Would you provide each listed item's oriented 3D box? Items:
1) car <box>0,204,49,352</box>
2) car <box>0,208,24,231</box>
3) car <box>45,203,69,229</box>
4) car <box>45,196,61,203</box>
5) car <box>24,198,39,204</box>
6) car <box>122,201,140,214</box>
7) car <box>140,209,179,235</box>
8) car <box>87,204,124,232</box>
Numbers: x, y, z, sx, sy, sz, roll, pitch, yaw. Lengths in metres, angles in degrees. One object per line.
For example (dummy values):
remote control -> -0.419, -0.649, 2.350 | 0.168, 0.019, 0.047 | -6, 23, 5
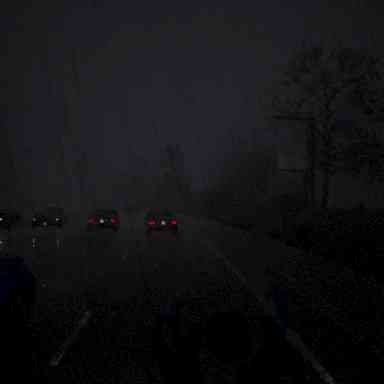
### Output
car -> -3.571, 1.262, 3.108 | 2.150, 2.045, 5.566 | 0, -1, -2
car -> -13.387, 1.848, 23.218 | 1.895, 1.301, 4.718 | 0, -1, -13
car -> -9.914, 1.771, 23.530 | 1.812, 1.442, 4.674 | 0, -1, -13
car -> -26.096, 1.845, 62.195 | 2.150, 2.045, 5.566 | 1, 0, -33
car -> -29.475, 1.961, 60.932 | 2.097, 1.767, 4.553 | 0, -1, -33
car -> -7.606, 1.903, 41.016 | 2.128, 1.511, 4.902 | 0, -1, -20
car -> -1.981, 1.752, 20.527 | 2.033, 1.411, 5.357 | 0, -1, -10
car -> -5.712, 1.769, 21.740 | 2.033, 1.411, 5.357 | 0, -1, -11
